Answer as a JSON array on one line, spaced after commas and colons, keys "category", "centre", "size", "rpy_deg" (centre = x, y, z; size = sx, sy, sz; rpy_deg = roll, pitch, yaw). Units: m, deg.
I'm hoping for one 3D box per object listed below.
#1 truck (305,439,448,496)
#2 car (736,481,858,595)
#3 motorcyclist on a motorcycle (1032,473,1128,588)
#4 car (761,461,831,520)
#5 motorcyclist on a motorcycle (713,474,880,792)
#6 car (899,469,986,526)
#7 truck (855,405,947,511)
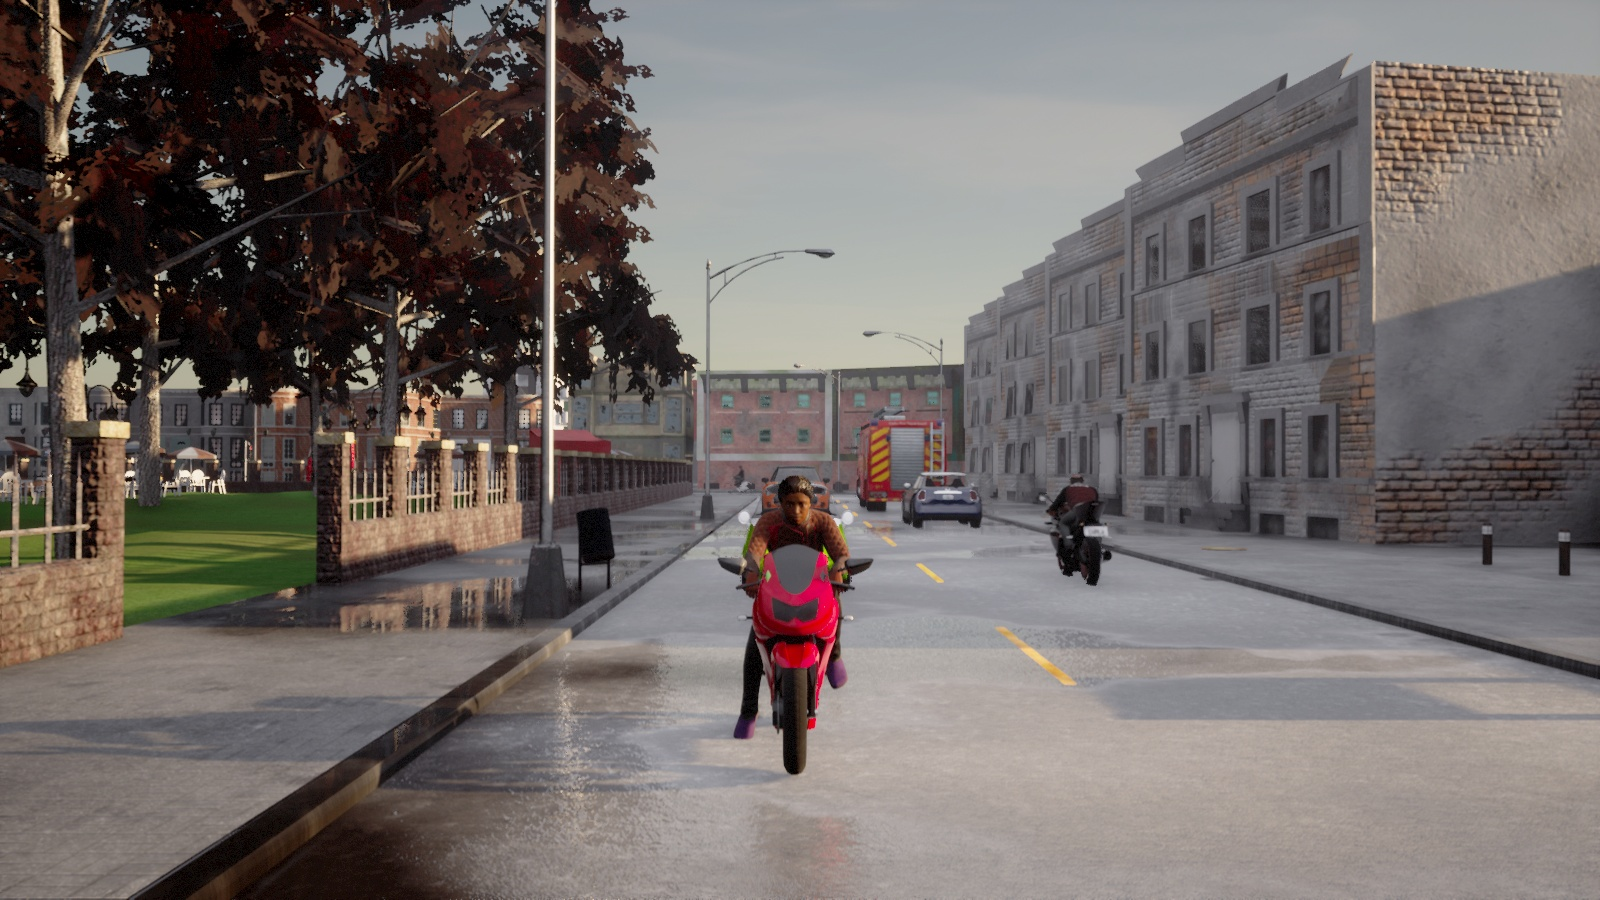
[{"category": "truck", "centre": [-26.324, 1.082, 78.236], "size": [7.936, 3.462, 2.891], "rpy_deg": [0, -1, 0]}, {"category": "car", "centre": [-0.042, 1.108, 16.487], "size": [1.481, 1.376, 2.207], "rpy_deg": [0, -1, 0]}, {"category": "motorcyclist on a motorcycle", "centre": [3.954, 1.093, 17.919], "size": [0.866, 1.530, 2.191], "rpy_deg": [0, -1, 0]}, {"category": "car", "centre": [-0.127, 1.261, 40.276], "size": [2.097, 1.767, 4.553], "rpy_deg": [0, -1, 0]}, {"category": "motorcyclist on a motorcycle", "centre": [-0.018, 0.897, 7.064], "size": [0.797, 1.523, 2.044], "rpy_deg": [0, -1, 0]}, {"category": "car", "centre": [3.894, 1.274, 34.938], "size": [1.970, 1.475, 3.806], "rpy_deg": [0, -1, 0]}, {"category": "truck", "centre": [3.833, 0.357, 49.513], "size": [2.891, 3.827, 8.468], "rpy_deg": [0, -1, 0]}]
